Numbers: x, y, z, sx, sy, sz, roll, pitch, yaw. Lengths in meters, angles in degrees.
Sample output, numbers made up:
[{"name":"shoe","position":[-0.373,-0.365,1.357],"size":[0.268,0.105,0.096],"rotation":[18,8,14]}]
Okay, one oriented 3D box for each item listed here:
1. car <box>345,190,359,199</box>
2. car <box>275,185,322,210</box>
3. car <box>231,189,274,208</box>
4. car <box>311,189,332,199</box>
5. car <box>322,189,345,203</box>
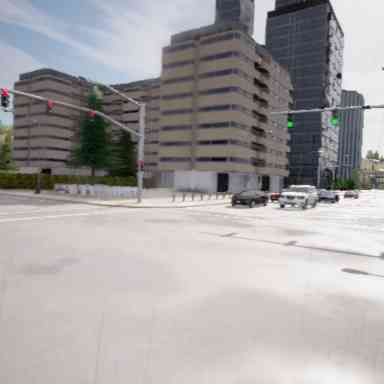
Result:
[{"name":"car","position":[26.795,0.406,55.807],"size":[1.994,1.385,4.181],"rotation":[4,3,33]},{"name":"car","position":[9.644,0.414,29.783],"size":[2.150,2.045,5.566],"rotation":[4,3,33]},{"name":"car","position":[5.204,0.514,29.408],"size":[1.882,1.535,5.008],"rotation":[4,3,33]},{"name":"car","position":[20.700,0.264,52.963],"size":[2.033,1.411,5.357],"rotation":[4,3,34]},{"name":"car","position":[16.874,0.588,40.828],"size":[2.033,1.411,5.357],"rotation":[4,3,33]}]
